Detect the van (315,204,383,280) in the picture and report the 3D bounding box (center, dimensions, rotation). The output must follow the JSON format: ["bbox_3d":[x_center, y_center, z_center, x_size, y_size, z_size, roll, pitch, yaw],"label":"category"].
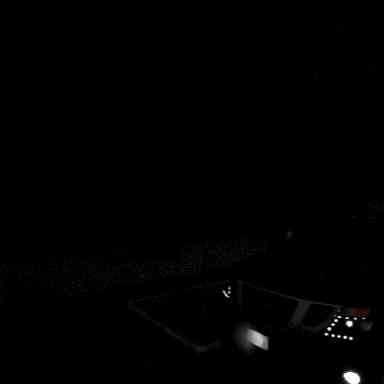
[{"bbox_3d":[5.748,1.340,10.323,3.998,1.788,1.690,0,0,-36],"label":"van"}]

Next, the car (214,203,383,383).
[{"bbox_3d":[2.946,1.221,5.174,5.566,2.045,2.150,0,0,-36],"label":"car"}]
